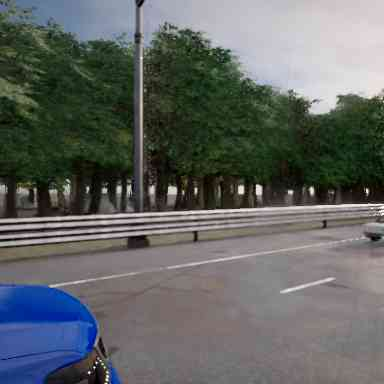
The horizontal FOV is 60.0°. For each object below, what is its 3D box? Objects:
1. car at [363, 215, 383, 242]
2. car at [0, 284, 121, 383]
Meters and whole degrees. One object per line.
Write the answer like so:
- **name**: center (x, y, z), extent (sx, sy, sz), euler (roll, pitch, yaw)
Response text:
- **car**: center (9.793, 1.605, 15.030), extent (4.718, 1.301, 1.895), euler (0, 0, -36)
- **car**: center (-3.111, 1.220, 1.526), extent (5.566, 2.045, 2.150), euler (0, 0, -36)
